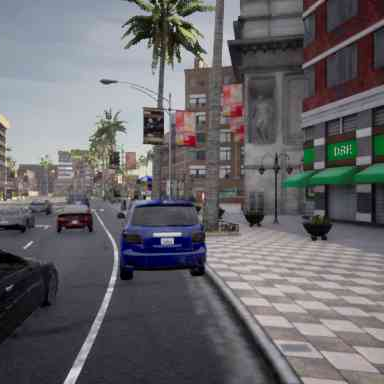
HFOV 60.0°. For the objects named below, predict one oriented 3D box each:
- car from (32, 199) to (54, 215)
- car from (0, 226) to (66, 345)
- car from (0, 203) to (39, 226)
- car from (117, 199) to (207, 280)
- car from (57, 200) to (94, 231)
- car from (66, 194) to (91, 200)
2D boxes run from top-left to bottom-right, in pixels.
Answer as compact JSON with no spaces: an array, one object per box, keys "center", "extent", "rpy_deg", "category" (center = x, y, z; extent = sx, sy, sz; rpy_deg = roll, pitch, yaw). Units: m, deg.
[{"center":[-15.020,1.478,33.200],"extent":[2.128,1.511,4.902],"rpy_deg":[0,0,-18],"category":"car"},{"center":[-3.466,1.523,4.883],"extent":[1.812,1.442,4.674],"rpy_deg":[0,0,-6],"category":"car"},{"center":[-10.483,1.556,19.467],"extent":[1.994,1.385,4.181],"rpy_deg":[0,0,-18],"category":"car"},{"center":[-1.082,1.219,10.223],"extent":[2.150,2.045,5.566],"rpy_deg":[0,0,-11],"category":"car"},{"center":[-7.054,1.472,20.236],"extent":[1.882,1.535,5.008],"rpy_deg":[0,0,-18],"category":"car"},{"center":[-11.346,1.209,33.159],"extent":[2.150,2.045,5.566],"rpy_deg":[0,0,-18],"category":"car"}]
